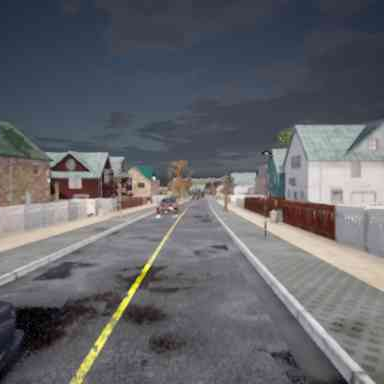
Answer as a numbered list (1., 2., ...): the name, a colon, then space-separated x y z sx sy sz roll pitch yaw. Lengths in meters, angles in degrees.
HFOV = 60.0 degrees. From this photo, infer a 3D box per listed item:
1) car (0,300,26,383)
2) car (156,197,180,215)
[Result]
1. car: -2.832 1.546 1.465 2.033 1.411 5.357 0 0 0
2. car: -2.431 1.372 34.310 2.097 1.767 4.553 0 0 1
